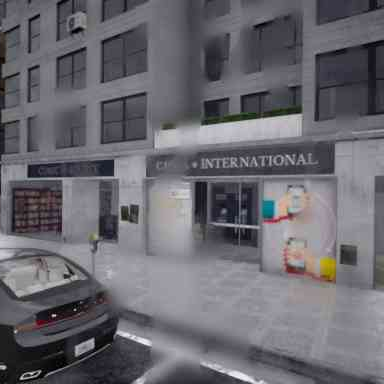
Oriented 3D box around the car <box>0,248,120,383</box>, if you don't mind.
[{"bbox_3d":[-3.011,1.549,5.095,4.403,1.369,2.008,0,1,35],"label":"car"}]
